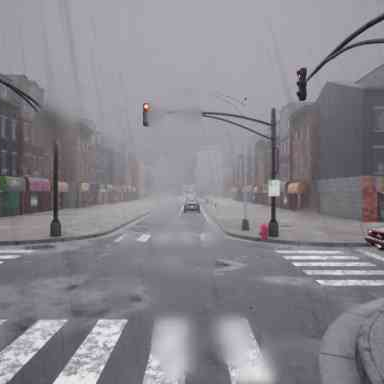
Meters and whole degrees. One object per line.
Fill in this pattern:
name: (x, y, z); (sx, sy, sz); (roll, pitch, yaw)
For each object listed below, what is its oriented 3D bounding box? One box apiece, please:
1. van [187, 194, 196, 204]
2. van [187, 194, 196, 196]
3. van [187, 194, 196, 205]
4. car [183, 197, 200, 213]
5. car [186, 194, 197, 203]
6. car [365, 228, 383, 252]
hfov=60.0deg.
van: (-0.119, 1.350, 64.748); (1.690, 1.788, 3.998); (0, 0, 0)
van: (-0.078, 1.343, 53.537); (1.690, 1.788, 3.998); (0, 0, 0)
van: (-0.099, 1.346, 59.143); (1.690, 1.788, 3.998); (0, 0, 0)
car: (-0.016, 1.565, 36.720); (1.947, 1.339, 4.313); (0, 0, 0)
car: (-0.140, 1.329, 70.353); (2.192, 1.841, 5.009); (0, 0, 0)
car: (8.887, 1.627, 11.905); (4.718, 1.301, 1.895); (0, 0, 0)
